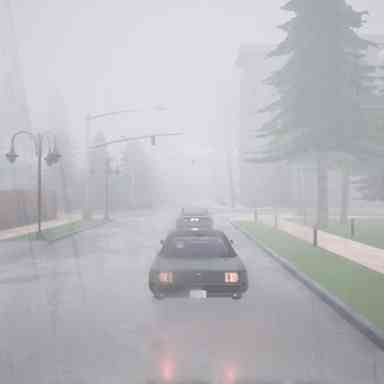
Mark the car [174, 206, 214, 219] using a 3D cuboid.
[{"bbox_3d":[0.131,1.505,17.627,1.837,1.490,4.892,0,0,0],"label":"car"}]

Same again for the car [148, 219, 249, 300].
[{"bbox_3d":[0.118,1.601,8.366,1.895,1.301,4.718,0,0,0],"label":"car"}]
